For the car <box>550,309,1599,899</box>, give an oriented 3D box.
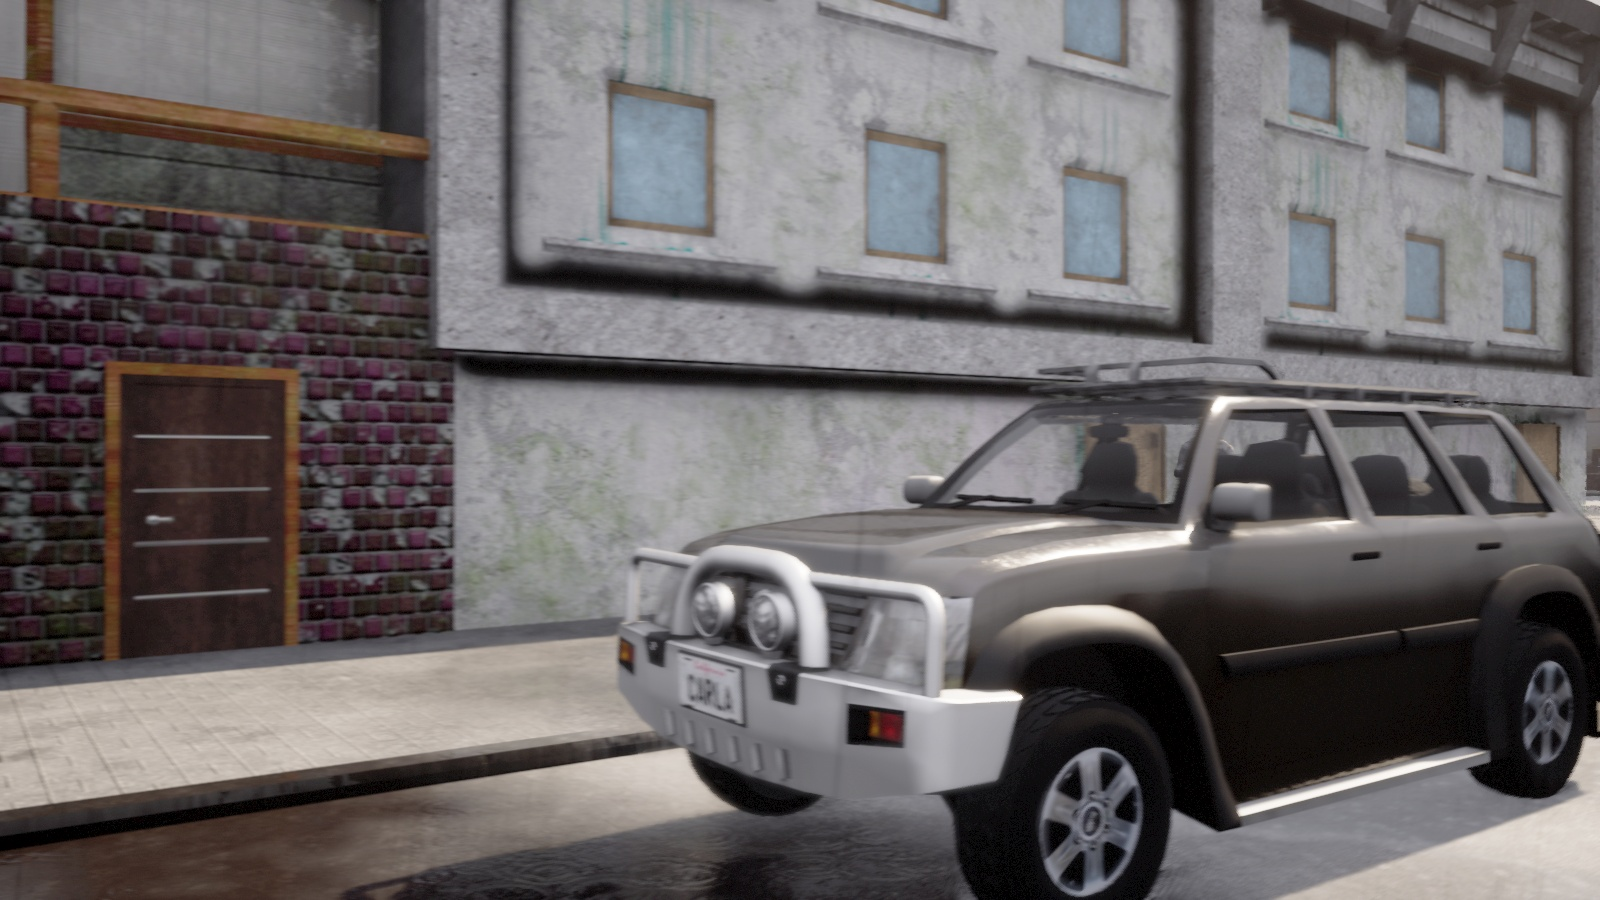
[{"bbox_3d":[1.489,0.571,5.305,4.605,1.855,1.932,0,0,-35],"label":"car"}]
